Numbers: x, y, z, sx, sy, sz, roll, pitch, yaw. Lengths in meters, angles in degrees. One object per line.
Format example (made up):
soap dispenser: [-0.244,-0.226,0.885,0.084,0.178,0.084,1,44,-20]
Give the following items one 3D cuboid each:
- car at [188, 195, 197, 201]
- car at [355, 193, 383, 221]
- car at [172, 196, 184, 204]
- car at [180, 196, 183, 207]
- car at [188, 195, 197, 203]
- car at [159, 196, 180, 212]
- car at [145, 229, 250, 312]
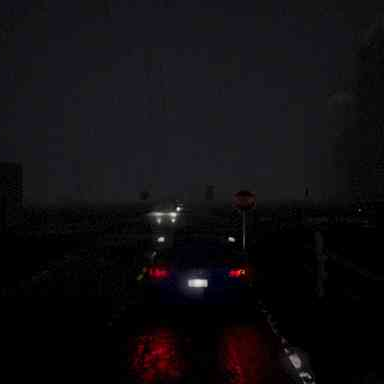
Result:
car: [0.081,1.471,79.386,1.994,1.385,4.181,0,0,0]
car: [15.154,0.954,24.579,5.566,2.045,2.150,-1,1,0]
car: [-2.703,1.564,64.559,2.033,1.411,5.357,0,0,1]
car: [-2.783,1.356,49.060,2.097,1.767,4.553,0,0,0]
car: [0.070,1.568,68.960,2.033,1.411,5.357,0,0,0]
car: [-2.802,1.476,39.146,1.882,1.535,5.008,0,0,0]
car: [0.106,1.560,7.806,1.994,1.385,4.181,0,0,0]
